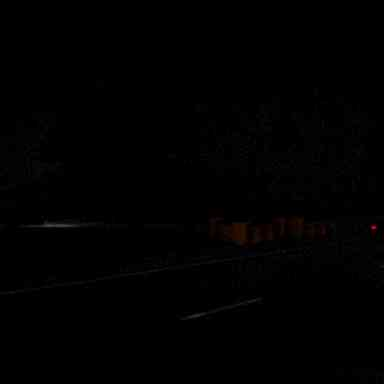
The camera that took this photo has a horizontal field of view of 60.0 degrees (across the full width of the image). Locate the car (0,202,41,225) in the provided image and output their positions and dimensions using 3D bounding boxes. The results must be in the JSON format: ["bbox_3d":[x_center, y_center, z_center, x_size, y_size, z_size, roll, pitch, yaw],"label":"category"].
[{"bbox_3d":[-13.236,1.486,23.858,5.008,1.535,1.882,0,0,18],"label":"car"}]

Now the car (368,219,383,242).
[{"bbox_3d":[10.247,1.604,15.358,5.357,1.411,2.033,0,0,-36],"label":"car"}]
